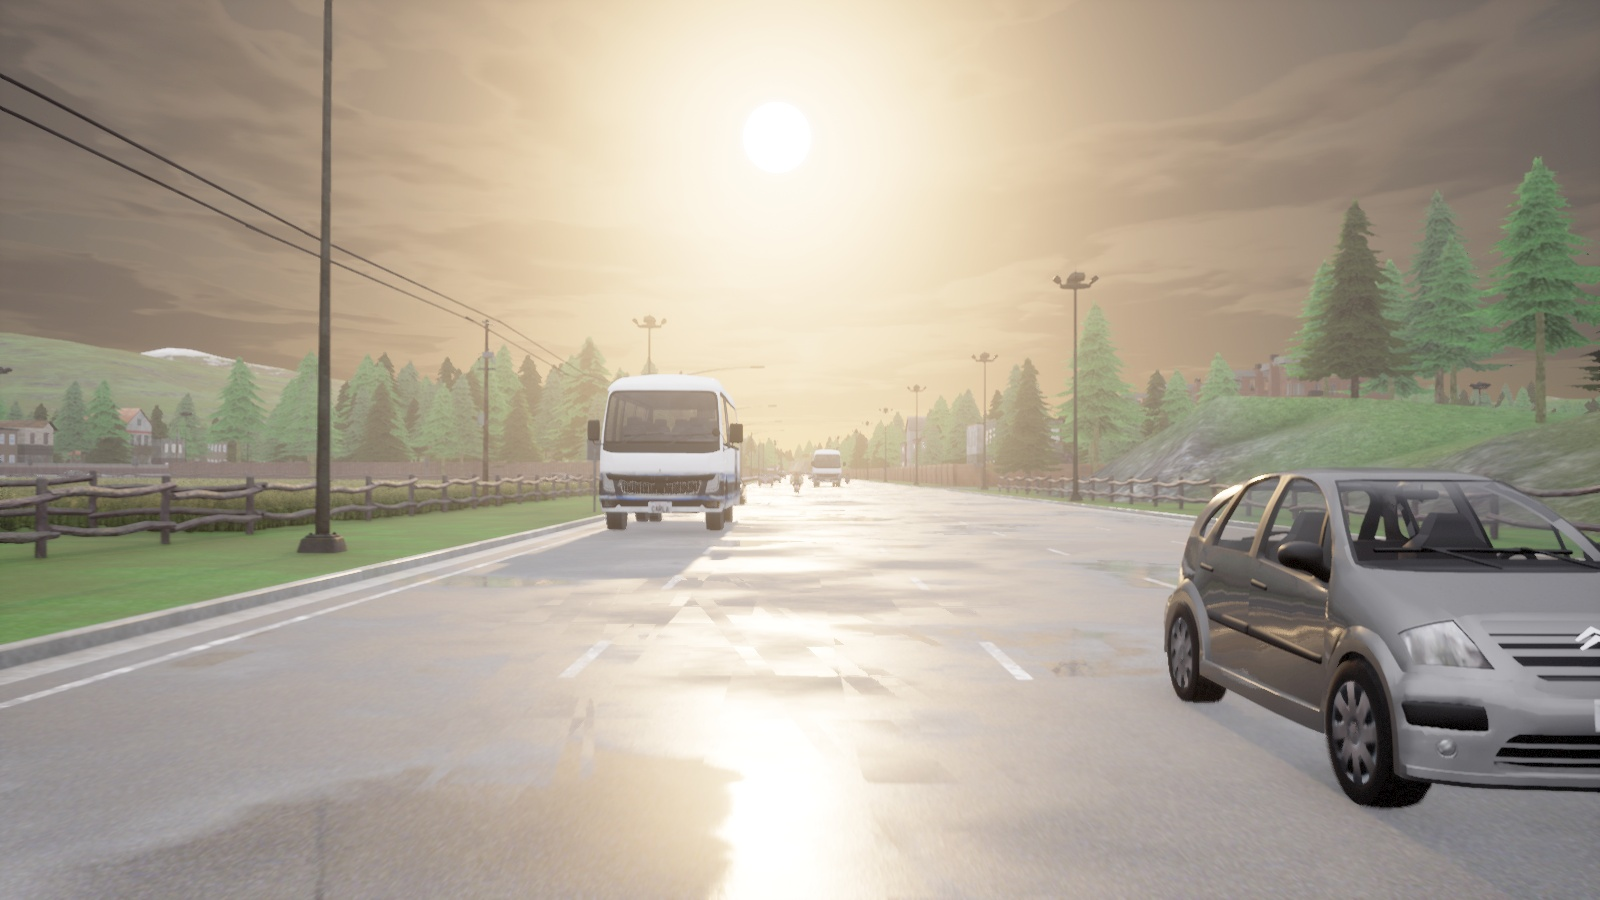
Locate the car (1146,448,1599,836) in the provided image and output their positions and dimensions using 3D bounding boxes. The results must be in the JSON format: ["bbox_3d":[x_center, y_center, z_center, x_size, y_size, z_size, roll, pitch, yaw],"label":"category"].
[{"bbox_3d":[3.482,0.837,7.256,1.851,1.617,3.988,0,-1,0],"label":"car"}]

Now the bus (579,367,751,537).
[{"bbox_3d":[-3.595,0.138,36.648,3.944,4.253,10.273,0,-1,0],"label":"bus"}]
